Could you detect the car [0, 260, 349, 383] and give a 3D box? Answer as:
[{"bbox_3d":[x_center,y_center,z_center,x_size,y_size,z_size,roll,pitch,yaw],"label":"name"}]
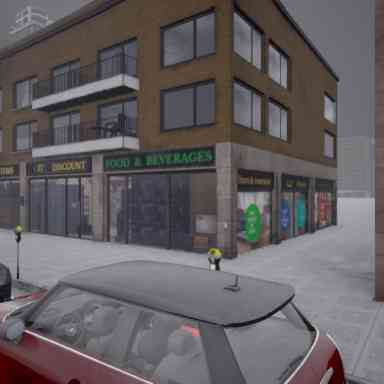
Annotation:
[{"bbox_3d":[-0.722,1.440,3.318,4.097,1.590,1.967,0,0,35],"label":"car"}]
